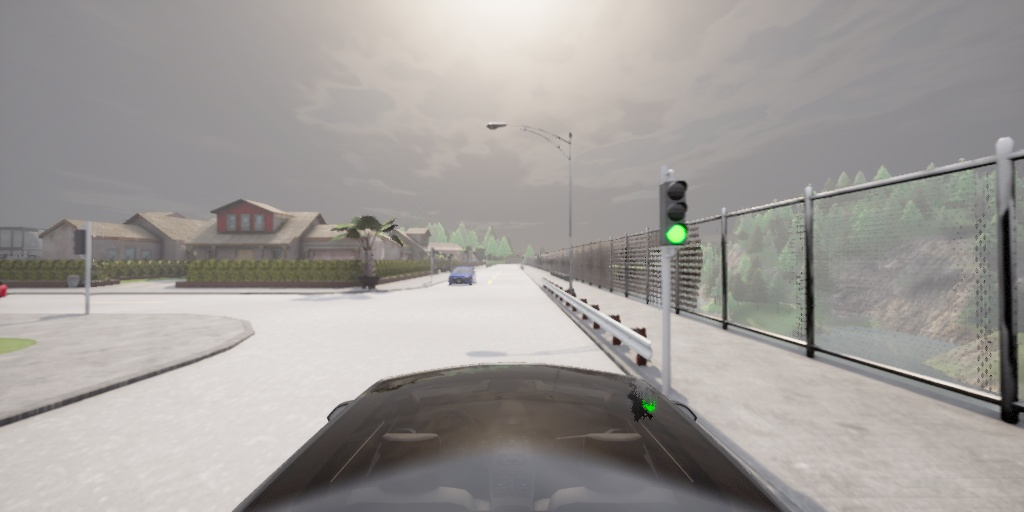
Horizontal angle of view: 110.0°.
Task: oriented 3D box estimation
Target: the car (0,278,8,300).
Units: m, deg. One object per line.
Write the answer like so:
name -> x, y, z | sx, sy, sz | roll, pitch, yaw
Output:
car -> -24.531, 1.129, 14.671 | 5.566, 2.045, 2.150 | 0, -1, 0

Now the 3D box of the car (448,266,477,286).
car -> -4.006, 1.612, 29.581 | 1.882, 1.535, 5.008 | 0, 0, 0
